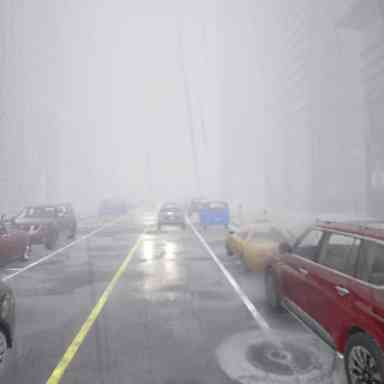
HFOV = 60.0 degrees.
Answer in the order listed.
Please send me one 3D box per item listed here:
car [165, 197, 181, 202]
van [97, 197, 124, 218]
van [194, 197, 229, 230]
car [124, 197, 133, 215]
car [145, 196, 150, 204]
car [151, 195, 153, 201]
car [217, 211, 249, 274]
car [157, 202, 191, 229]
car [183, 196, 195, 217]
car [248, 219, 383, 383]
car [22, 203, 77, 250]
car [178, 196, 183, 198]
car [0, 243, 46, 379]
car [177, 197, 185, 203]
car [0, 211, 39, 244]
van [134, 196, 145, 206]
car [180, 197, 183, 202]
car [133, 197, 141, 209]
[{"bbox_3d":[-2.735,1.730,41.208,1.994,1.385,4.181,-1,0,-4],"label":"car"},{"bbox_3d":[-7.953,1.555,32.047,1.690,1.788,3.998,-1,0,-4],"label":"van"},{"bbox_3d":[1.344,1.386,21.472,1.690,1.788,3.998,-1,0,-4],"label":"van"},{"bbox_3d":[-8.351,1.552,37.642,2.192,1.841,5.009,-1,0,-4],"label":"car"},{"bbox_3d":[-10.734,1.821,71.214,1.967,1.590,4.097,-1,0,-4],"label":"car"},{"bbox_3d":[-11.914,1.982,87.830,1.752,1.417,4.829,-1,0,-4],"label":"car"},{"bbox_3d":[2.129,1.526,10.451,1.752,1.417,4.829,-1,0,-4],"label":"car"},{"bbox_3d":[-1.410,1.636,22.550,2.033,1.411,5.357,-1,0,-4],"label":"car"},{"bbox_3d":[0.548,1.406,32.662,2.192,1.841,5.009,-1,0,-4],"label":"car"},{"bbox_3d":[2.536,1.292,4.687,2.192,1.841,5.009,-1,0,-4],"label":"car"},{"bbox_3d":[-6.761,1.460,15.261,2.192,1.841,5.009,-1,0,-4],"label":"car"},{"bbox_3d":[-0.642,1.602,49.446,1.967,1.590,4.097,-1,0,-4],"label":"car"},{"bbox_3d":[-3.074,1.545,2.372,2.128,1.511,4.902,-1,0,-4],"label":"car"},{"bbox_3d":[-2.641,1.808,77.591,1.752,1.417,4.829,-1,0,-4],"label":"car"},{"bbox_3d":[-6.362,1.562,9.665,1.967,1.590,4.097,-1,0,-4],"label":"car"},{"bbox_3d":[-9.941,1.673,60.024,1.690,1.788,3.998,-1,0,-4],"label":"van"},{"bbox_3d":[-0.243,1.683,43.851,1.887,1.381,4.507,-1,0,-4],"label":"car"},{"bbox_3d":[-9.143,1.835,48.832,2.008,1.369,4.403,-1,0,-4],"label":"car"}]
